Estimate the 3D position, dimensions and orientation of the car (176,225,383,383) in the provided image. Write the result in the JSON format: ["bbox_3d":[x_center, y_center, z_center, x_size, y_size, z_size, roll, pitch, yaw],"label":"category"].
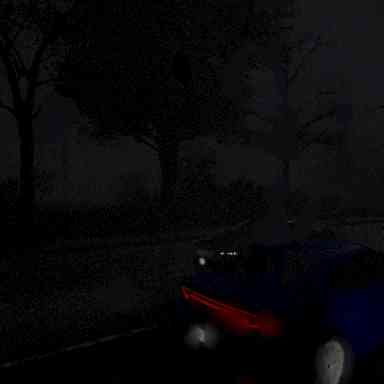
[{"bbox_3d":[2.131,1.479,5.193,5.008,1.535,1.882,0,0,-35],"label":"car"}]

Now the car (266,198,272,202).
[{"bbox_3d":[16.063,1.619,75.910,2.033,1.411,5.357,0,-1,-21],"label":"car"}]

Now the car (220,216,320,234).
[{"bbox_3d":[2.282,1.493,9.793,4.902,1.511,2.128,0,0,-34],"label":"car"}]
